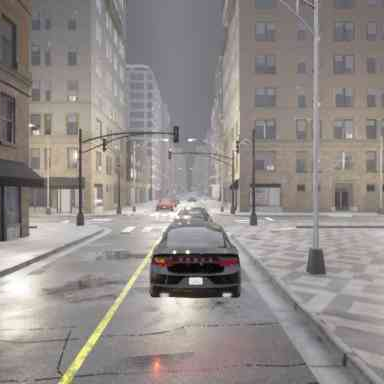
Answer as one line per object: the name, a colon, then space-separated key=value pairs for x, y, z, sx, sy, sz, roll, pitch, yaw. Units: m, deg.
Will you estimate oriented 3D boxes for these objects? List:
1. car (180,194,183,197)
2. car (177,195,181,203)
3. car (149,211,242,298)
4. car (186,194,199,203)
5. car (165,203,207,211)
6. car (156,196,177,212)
car: x=-3.134 y=1.496 z=59.642 sx=1.837 sy=1.490 sz=4.892 roll=0 pitch=0 yaw=0
car: x=-3.121 y=1.540 z=49.467 sx=2.033 sy=1.411 sz=5.357 roll=0 pitch=0 yaw=0
car: x=0.066 y=1.477 z=8.556 sx=1.882 sy=1.535 sz=5.008 roll=0 pitch=0 yaw=0
car: x=-0.007 y=1.590 z=70.775 sx=1.895 sy=1.301 sz=4.718 roll=0 pitch=0 yaw=0
car: x=0.088 y=1.545 z=18.366 sx=2.033 sy=1.411 sz=5.357 roll=0 pitch=0 yaw=6
car: x=-3.142 y=1.471 z=39.736 sx=1.882 sy=1.535 sz=5.008 roll=0 pitch=0 yaw=-1
